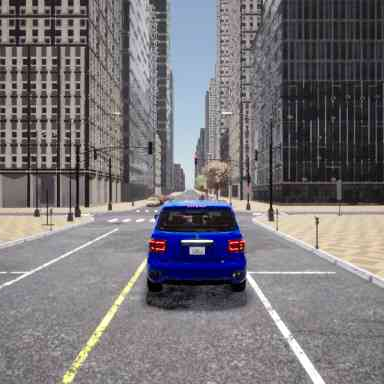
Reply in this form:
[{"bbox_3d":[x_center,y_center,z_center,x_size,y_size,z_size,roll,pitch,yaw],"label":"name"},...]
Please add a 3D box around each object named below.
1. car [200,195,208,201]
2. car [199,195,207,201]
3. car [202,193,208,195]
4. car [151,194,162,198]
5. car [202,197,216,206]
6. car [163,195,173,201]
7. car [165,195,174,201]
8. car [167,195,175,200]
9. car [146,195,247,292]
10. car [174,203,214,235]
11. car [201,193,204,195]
[{"bbox_3d":[2.715,1.419,78.786,1.752,1.417,4.829,0,0,0],"label":"car"},{"bbox_3d":[2.716,1.422,84.291,1.887,1.381,4.507,0,0,0],"label":"car"},{"bbox_3d":[2.837,1.400,50.241,1.967,1.590,4.097,0,0,0],"label":"car"},{"bbox_3d":[-5.803,1.485,50.073,1.752,1.417,4.829,0,0,0],"label":"car"},{"bbox_3d":[2.807,1.500,55.919,2.008,1.369,4.403,0,0,0],"label":"car"},{"bbox_3d":[-5.666,1.438,78.623,1.887,1.381,4.507,0,0,0],"label":"car"},{"bbox_3d":[-5.665,1.428,84.299,2.008,1.369,4.403,0,0,0],"label":"car"},{"bbox_3d":[-5.663,1.411,89.974,2.008,1.369,4.403,0,0,0],"label":"car"},{"bbox_3d":[0.101,1.221,9.071,2.150,2.045,5.566,0,0,0],"label":"car"},{"bbox_3d":[0.101,1.486,19.800,2.128,1.511,4.902,0,0,0],"label":"car"},{"bbox_3d":[2.714,1.224,72.941,2.192,1.841,5.009,0,0,0],"label":"car"}]
